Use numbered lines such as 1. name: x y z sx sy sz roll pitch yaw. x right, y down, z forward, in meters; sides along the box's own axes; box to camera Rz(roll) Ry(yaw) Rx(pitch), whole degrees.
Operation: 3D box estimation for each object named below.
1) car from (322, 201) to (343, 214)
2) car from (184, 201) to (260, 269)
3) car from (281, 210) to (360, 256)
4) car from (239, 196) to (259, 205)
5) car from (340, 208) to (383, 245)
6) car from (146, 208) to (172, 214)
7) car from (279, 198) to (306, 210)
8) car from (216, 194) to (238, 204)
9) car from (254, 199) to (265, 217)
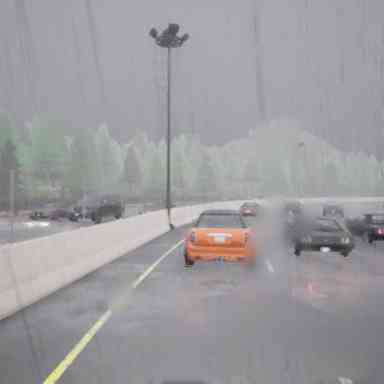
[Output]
1. car: 13.813 1.596 32.641 1.812 1.442 4.674 0 0 22
2. car: 1.039 1.354 11.465 2.097 1.767 4.553 0 0 7
3. car: 4.759 1.624 13.227 1.895 1.301 4.718 0 0 8
4. car: 10.867 1.567 62.952 1.812 1.442 4.674 0 0 37
5. car: 8.724 1.647 15.652 1.895 1.301 4.718 0 0 11
6. car: -2.841 1.466 27.885 2.128 1.511 4.902 0 0 17
7. car: 9.241 1.549 30.516 1.837 1.490 4.892 0 0 19
8. car: 6.664 1.372 63.140 2.097 1.767 4.553 0 0 35
9. car: 5.371 1.586 29.977 1.994 1.385 4.181 0 0 19
